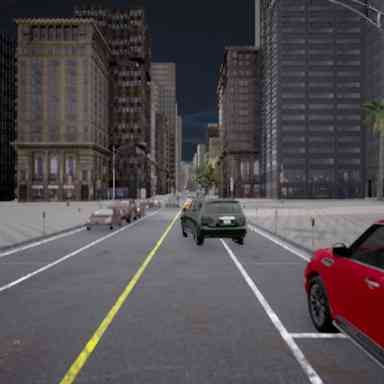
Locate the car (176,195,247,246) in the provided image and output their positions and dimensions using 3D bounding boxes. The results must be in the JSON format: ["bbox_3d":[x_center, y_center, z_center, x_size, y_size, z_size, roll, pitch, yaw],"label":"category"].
[{"bbox_3d":[0.883,1.339,16.310,2.150,2.045,5.566,0,0,-12],"label":"car"}]

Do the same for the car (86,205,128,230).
[{"bbox_3d":[-5.782,1.743,22.356,1.802,1.307,4.206,0,0,0],"label":"car"}]

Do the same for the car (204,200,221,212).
[{"bbox_3d":[2.725,1.856,44.923,1.947,1.339,4.313,0,0,0],"label":"car"}]

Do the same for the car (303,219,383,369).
[{"bbox_3d":[3.102,1.248,3.717,2.150,2.045,5.566,0,0,0],"label":"car"}]

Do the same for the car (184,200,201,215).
[{"bbox_3d":[0.060,1.735,38.210,1.882,1.535,5.008,0,-1,0],"label":"car"}]

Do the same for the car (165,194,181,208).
[{"bbox_3d":[-3.099,1.677,53.684,2.097,1.767,4.553,0,0,1],"label":"car"}]

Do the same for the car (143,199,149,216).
[{"bbox_3d":[-5.790,1.669,32.959,1.967,1.590,4.097,0,0,0],"label":"car"}]

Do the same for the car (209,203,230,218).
[{"bbox_3d":[2.734,1.816,34.121,1.802,1.307,4.206,0,0,0],"label":"car"}]

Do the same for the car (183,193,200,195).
[{"bbox_3d":[0.037,1.546,54.044,2.150,2.045,5.566,0,0,0],"label":"car"}]

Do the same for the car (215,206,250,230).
[{"bbox_3d":[2.743,1.733,23.322,1.947,1.339,4.313,0,0,0],"label":"car"}]

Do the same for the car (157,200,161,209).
[{"bbox_3d":[-5.807,1.903,52.287,1.802,1.307,4.206,0,0,0],"label":"car"}]

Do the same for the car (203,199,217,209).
[{"bbox_3d":[2.719,1.886,52.289,1.947,1.339,4.313,0,0,0],"label":"car"}]

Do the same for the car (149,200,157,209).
[{"bbox_3d":[-7.539,1.685,46.361,4.403,1.369,2.008,-1,0,-9],"label":"car"}]

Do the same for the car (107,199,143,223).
[{"bbox_3d":[-5.786,1.512,27.658,2.192,1.841,5.009,0,0,0],"label":"car"}]
